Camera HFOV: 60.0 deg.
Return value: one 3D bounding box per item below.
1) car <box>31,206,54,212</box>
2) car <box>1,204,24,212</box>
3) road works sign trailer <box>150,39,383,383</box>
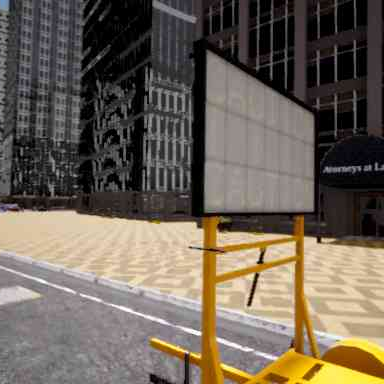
[{"bbox_3d":[-36.384,4.125,79.939,4.313,1.339,1.947,2,-2,-36],"label":"car"},{"bbox_3d":[-40.973,3.815,76.589,4.097,1.590,1.967,2,-2,-36],"label":"car"},{"bbox_3d":[0.601,0.636,3.464,2.880,3.560,2.380,-1,-3,40],"label":"road works sign trailer"}]
